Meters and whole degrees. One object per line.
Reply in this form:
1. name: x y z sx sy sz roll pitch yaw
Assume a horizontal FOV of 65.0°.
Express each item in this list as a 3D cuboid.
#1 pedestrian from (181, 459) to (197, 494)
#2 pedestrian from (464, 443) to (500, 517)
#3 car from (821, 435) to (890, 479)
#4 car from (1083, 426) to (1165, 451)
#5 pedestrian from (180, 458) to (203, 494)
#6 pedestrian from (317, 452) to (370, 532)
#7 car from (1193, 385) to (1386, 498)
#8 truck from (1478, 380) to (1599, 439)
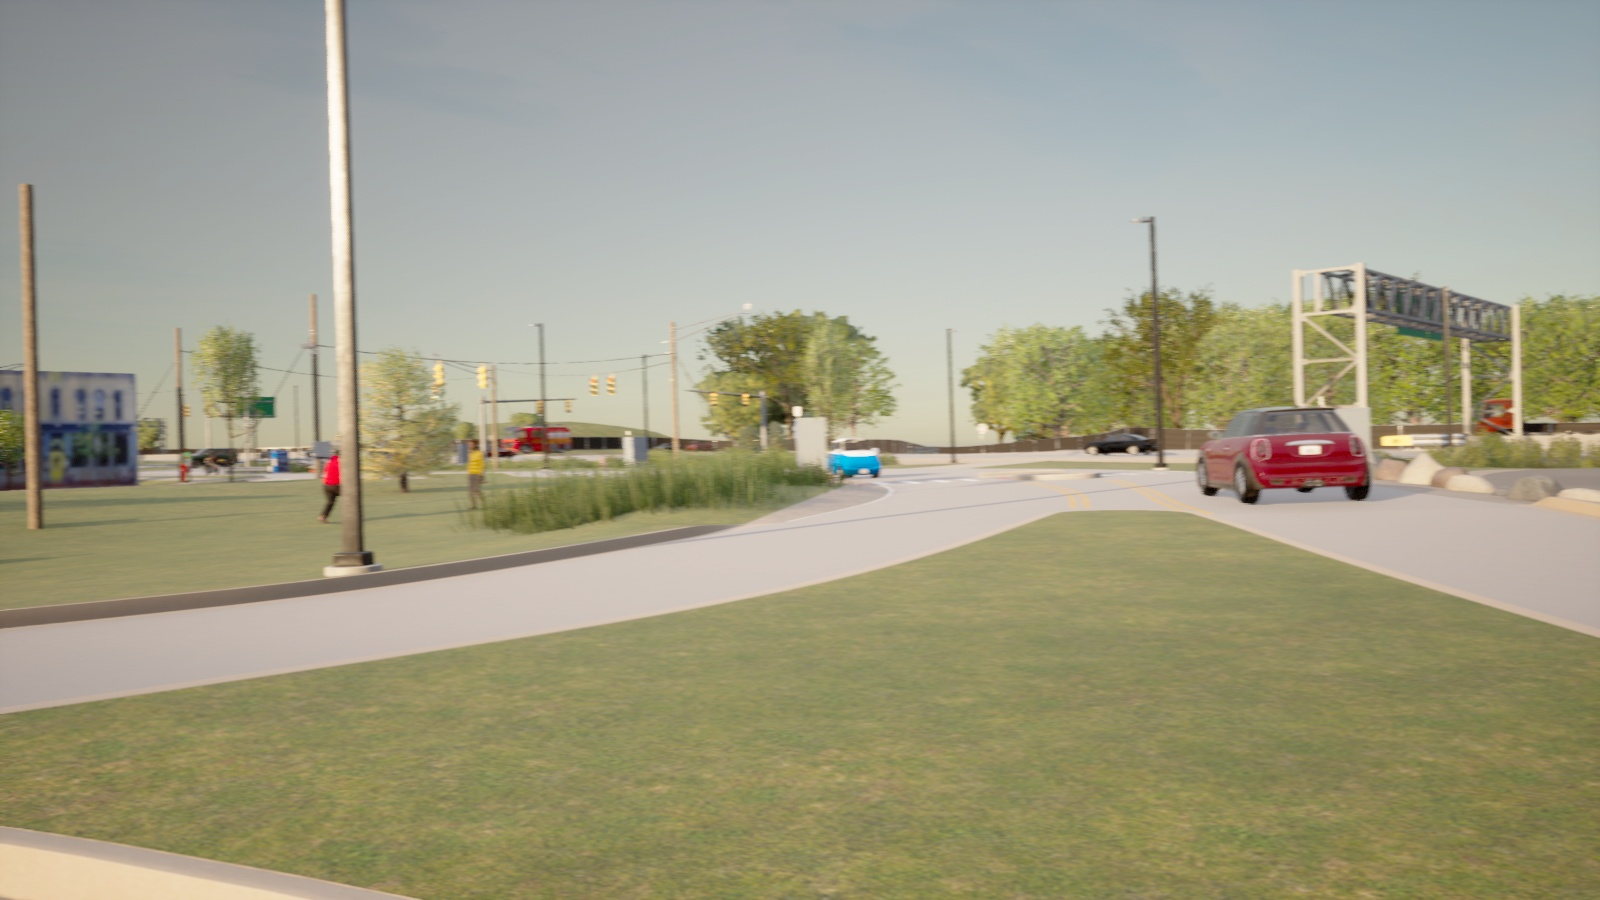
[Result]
1. pedestrian: -33.296 1.439 68.448 0.353 1.847 0.614 -4 -1 42
2. pedestrian: -8.141 0.762 32.175 0.431 1.840 0.709 -3 -1 34
3. car: 1.829 0.238 41.732 1.481 1.376 2.207 -3 0 -21
4. car: 21.948 -0.774 85.217 5.008 1.535 1.882 -2 1 43
5. pedestrian: -33.581 1.412 69.323 0.659 1.952 0.873 -3 -1 17
6. pedestrian: -10.872 0.993 29.897 0.634 1.844 0.899 -3 -1 39
7. car: 8.867 -0.161 23.205 2.097 1.767 4.553 -3 0 6
8. truck: 47.914 -2.558 80.077 7.936 3.462 2.891 -1 1 33
